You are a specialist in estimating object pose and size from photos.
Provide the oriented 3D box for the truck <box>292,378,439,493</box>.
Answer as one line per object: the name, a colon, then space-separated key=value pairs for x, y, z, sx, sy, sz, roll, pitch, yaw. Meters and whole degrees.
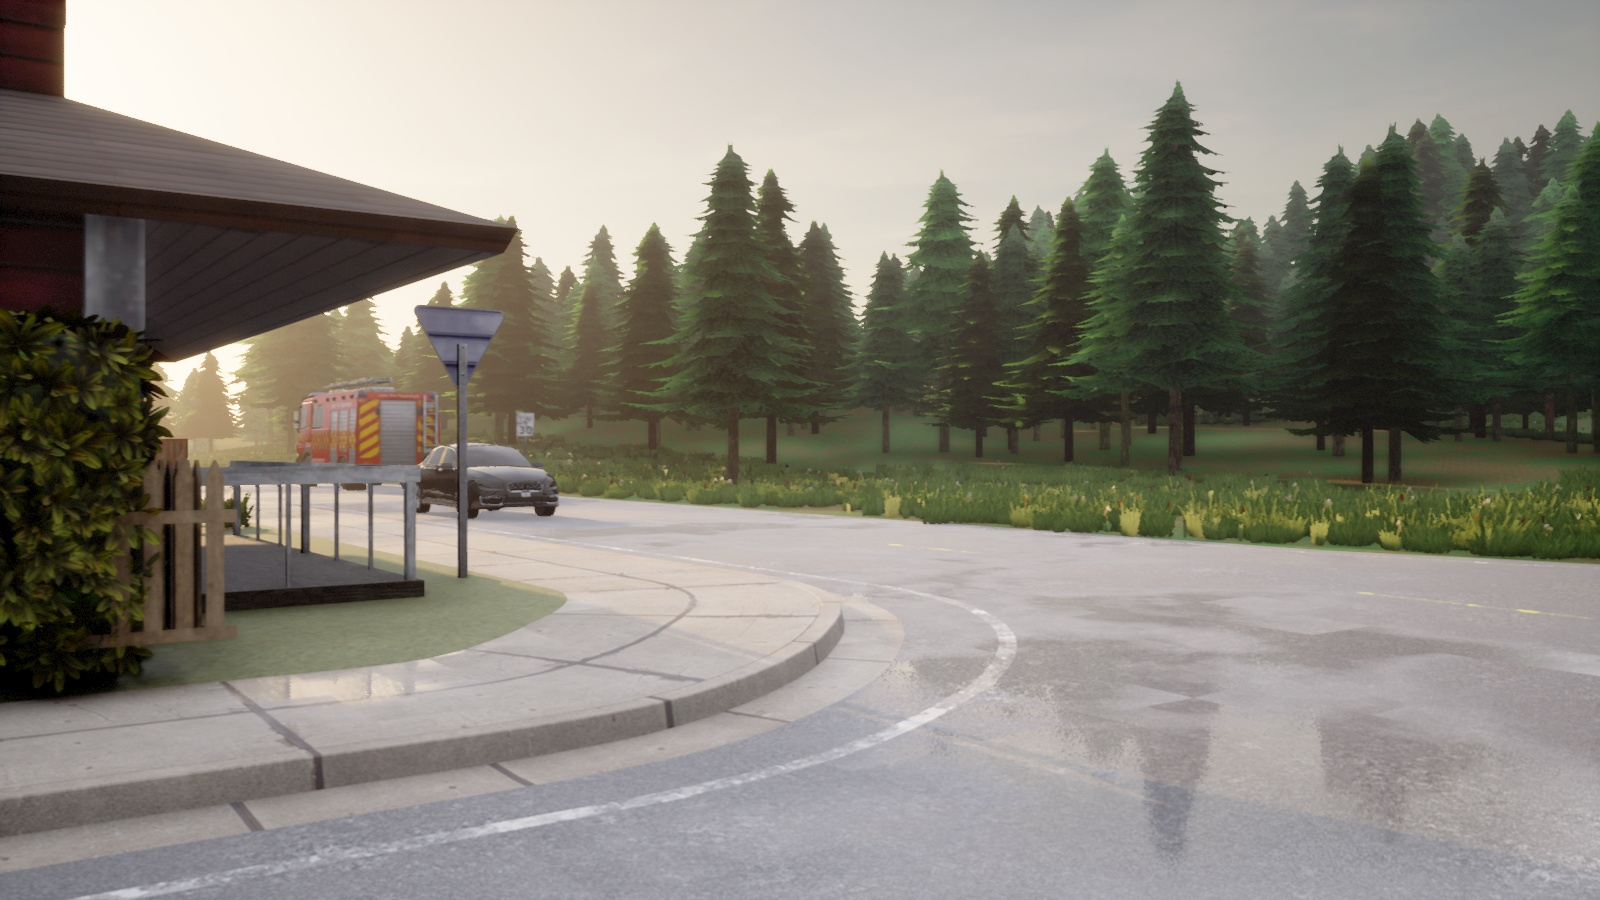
truck: x=-16.028 y=-0.471 z=45.887 sx=2.891 sy=3.827 sz=8.468 roll=0 pitch=0 yaw=-35

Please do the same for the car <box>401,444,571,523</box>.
car: x=-6.669 y=0.646 z=26.277 sx=1.837 sy=1.490 sz=4.892 roll=0 pitch=0 yaw=-35
